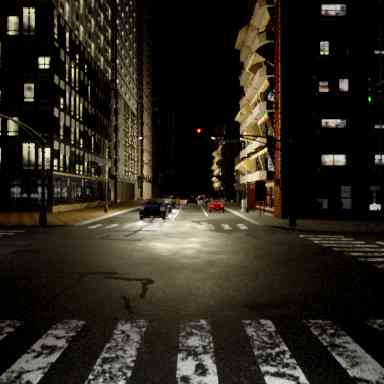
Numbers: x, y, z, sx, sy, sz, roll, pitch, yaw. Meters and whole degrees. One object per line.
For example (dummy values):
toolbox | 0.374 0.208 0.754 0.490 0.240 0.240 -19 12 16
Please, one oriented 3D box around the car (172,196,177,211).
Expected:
car | -3.152 1.500 37.221 2.128 1.511 4.902 0 0 0

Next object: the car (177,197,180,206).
car | -3.146 1.615 46.478 1.895 1.301 4.718 0 0 0

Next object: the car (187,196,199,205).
car | 0.010 1.587 60.229 1.994 1.385 4.181 0 0 0

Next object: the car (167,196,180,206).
car | -3.088 1.498 56.751 1.882 1.535 5.008 0 0 0

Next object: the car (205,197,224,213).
car | 2.685 1.591 37.264 1.802 1.307 4.206 0 0 0

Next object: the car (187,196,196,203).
car | -0.106 1.583 70.271 1.994 1.385 4.181 0 0 0

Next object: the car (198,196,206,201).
car | 2.561 1.626 84.073 1.802 1.307 4.206 0 0 0

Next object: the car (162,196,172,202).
car | -5.810 1.589 78.411 2.008 1.369 4.403 0 0 0

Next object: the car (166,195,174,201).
car | -5.828 1.595 89.708 1.887 1.381 4.507 0 0 0

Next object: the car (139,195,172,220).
car | -3.138 1.357 28.173 2.097 1.767 4.553 0 0 0

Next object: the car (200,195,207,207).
car | 2.614 1.567 50.181 2.008 1.369 4.403 0 0 0

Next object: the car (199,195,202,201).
car | 2.606 1.571 55.830 2.008 1.369 4.403 0 0 0

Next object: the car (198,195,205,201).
car | 2.552 1.491 89.721 1.967 1.590 4.097 0 0 0
